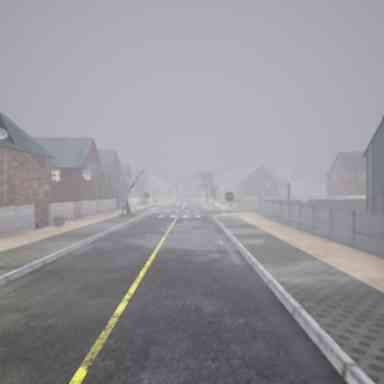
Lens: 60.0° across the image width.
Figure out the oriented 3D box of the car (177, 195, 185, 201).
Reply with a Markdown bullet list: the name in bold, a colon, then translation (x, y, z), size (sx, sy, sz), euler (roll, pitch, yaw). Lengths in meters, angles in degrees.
- **car**: translation (-2.781, 1.475, 82.989), size (1.837, 1.490, 4.892), euler (0, 0, 0)

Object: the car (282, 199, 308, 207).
- **car**: translation (11.364, 1.481, 36.410), size (4.181, 1.385, 1.994), euler (-1, 0, 0)
